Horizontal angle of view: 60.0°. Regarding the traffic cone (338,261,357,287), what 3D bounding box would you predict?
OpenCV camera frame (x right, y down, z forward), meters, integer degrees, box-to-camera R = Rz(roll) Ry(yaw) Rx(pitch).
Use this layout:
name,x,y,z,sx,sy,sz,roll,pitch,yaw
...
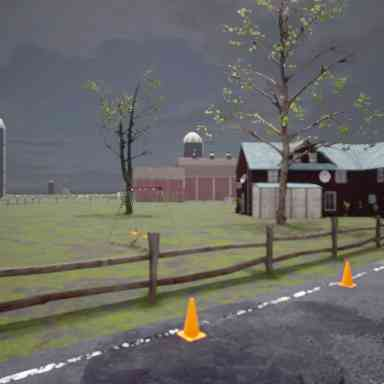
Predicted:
name,x,y,z,sx,sy,sz,roll,pitch,yaw
traffic cone,3.880,2.026,8.300,0.340,0.580,0.340,1,0,-39

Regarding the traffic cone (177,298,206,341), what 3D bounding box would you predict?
name,x,y,z,sx,sy,sz,roll,pitch,yaw
traffic cone,-0.001,1.982,5.283,0.340,0.580,0.340,1,0,-37
